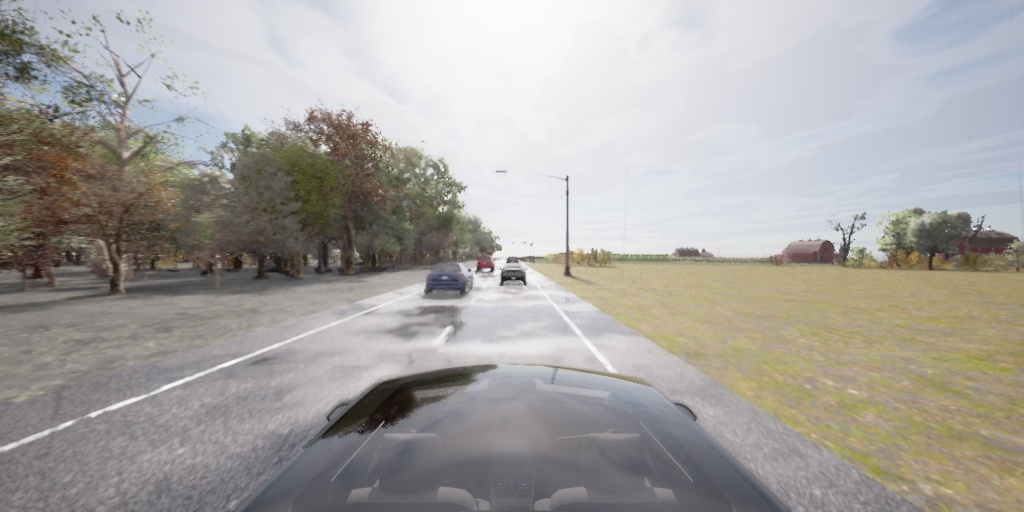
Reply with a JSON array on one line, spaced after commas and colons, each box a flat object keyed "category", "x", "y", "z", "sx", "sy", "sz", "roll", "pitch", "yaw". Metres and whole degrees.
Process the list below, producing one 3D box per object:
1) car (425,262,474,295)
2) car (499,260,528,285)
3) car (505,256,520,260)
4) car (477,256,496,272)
[{"category": "car", "x": -3.399, "y": 1.118, "z": 20.271, "sx": 2.097, "sy": 1.767, "sz": 4.553, "roll": 0, "pitch": 0, "yaw": 0}, {"category": "car", "x": 0.100, "y": 1.281, "z": 26.766, "sx": 1.837, "sy": 1.490, "sz": 4.892, "roll": 0, "pitch": 0, "yaw": 0}, {"category": "car", "x": 0.094, "y": 1.017, "z": 59.863, "sx": 2.150, "sy": 2.045, "sz": 5.566, "roll": 0, "pitch": 0, "yaw": 0}, {"category": "car", "x": -3.403, "y": 1.005, "z": 47.209, "sx": 2.150, "sy": 2.045, "sz": 5.566, "roll": 0, "pitch": 0, "yaw": 0}]
